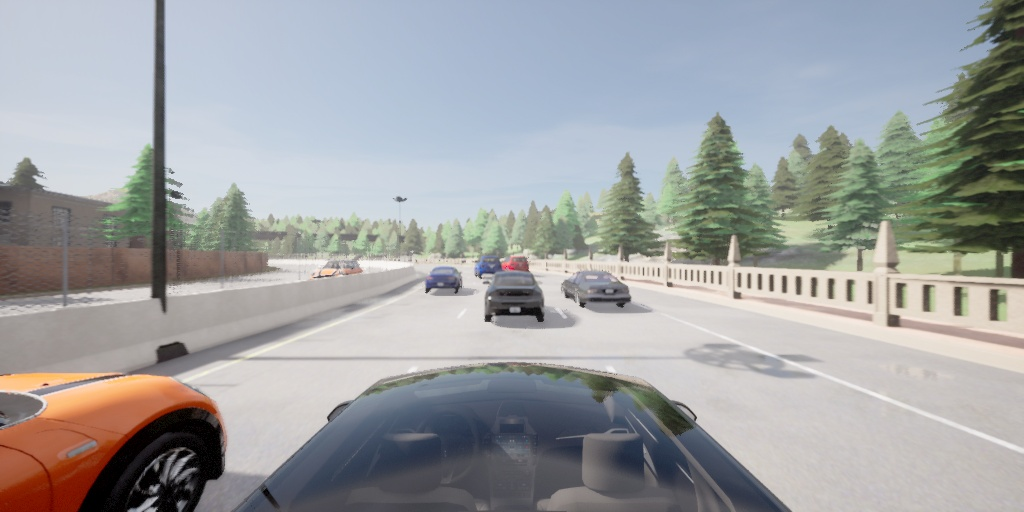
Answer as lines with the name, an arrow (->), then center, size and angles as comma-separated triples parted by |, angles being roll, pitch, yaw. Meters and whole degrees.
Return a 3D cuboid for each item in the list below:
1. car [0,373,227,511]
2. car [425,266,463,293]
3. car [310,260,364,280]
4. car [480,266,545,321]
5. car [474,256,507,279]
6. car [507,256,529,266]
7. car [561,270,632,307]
car -> -3.399, 1.100, 1.061 | 2.097, 1.767, 4.553 | 0, 0, 0
car -> -3.924, 1.317, 20.997 | 1.812, 1.442, 4.674 | 0, 0, -5
car -> -11.122, 1.068, 23.086 | 2.097, 1.767, 4.553 | 0, 0, -6
car -> 0.035, 1.278, 12.528 | 1.837, 1.490, 4.892 | 0, 0, -1
car -> -2.298, 1.041, 33.969 | 2.150, 2.045, 5.566 | 0, 0, -12
car -> 0.210, 1.051, 38.647 | 2.150, 2.045, 5.566 | 0, 0, -14
car -> 3.441, 1.328, 15.544 | 2.033, 1.411, 5.357 | 0, 0, -2
